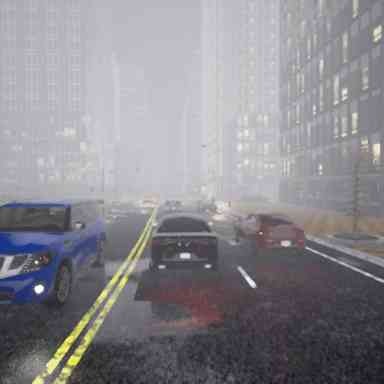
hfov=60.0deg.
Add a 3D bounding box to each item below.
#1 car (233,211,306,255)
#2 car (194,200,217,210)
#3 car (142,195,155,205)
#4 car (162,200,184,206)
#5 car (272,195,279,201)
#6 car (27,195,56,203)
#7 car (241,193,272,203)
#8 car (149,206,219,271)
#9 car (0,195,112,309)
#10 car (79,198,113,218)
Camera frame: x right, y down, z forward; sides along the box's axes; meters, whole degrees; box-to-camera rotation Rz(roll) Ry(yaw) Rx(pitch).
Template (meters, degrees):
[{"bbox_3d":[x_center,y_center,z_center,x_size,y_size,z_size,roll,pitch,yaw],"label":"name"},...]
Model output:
[{"bbox_3d":[2.837,1.452,12.839,1.812,1.442,4.674,0,0,-4],"label":"car"},{"bbox_3d":[1.285,1.420,33.342,1.895,1.301,4.718,0,0,-5],"label":"car"},{"bbox_3d":[-6.945,1.226,52.959,1.882,1.535,5.008,0,0,-5],"label":"car"},{"bbox_3d":[-1.691,1.395,29.857,2.033,1.411,5.357,0,0,-5],"label":"car"},{"bbox_3d":[16.686,1.212,71.418,4.829,1.417,1.752,0,1,-4],"label":"car"},{"bbox_3d":[-27.067,1.185,60.048,4.313,1.339,1.947,0,1,-4],"label":"car"},{"bbox_3d":[11.773,1.150,62.700,5.009,1.841,2.192,0,1,-4],"label":"car"},{"bbox_3d":[-0.291,1.423,10.742,1.882,1.535,5.008,0,0,-3],"label":"car"},{"bbox_3d":[-3.592,1.189,8.094,2.150,2.045,5.566,0,0,-2],"label":"car"},{"bbox_3d":[-8.382,1.348,29.506,1.882,1.535,5.008,0,0,-5],"label":"car"}]
